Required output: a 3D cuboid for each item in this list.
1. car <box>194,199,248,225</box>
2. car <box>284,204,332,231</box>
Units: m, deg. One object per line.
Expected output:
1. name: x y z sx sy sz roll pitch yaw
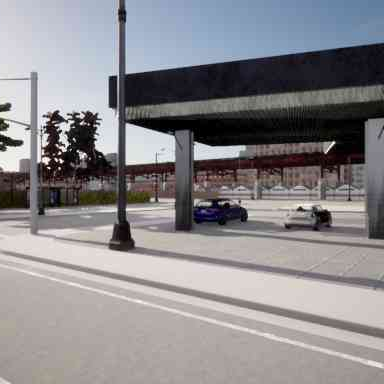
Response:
1. car: 2.057 1.295 22.982 2.242 1.667 4.611 0 0 37
2. car: 7.136 1.456 20.192 1.970 1.475 3.806 0 0 37
